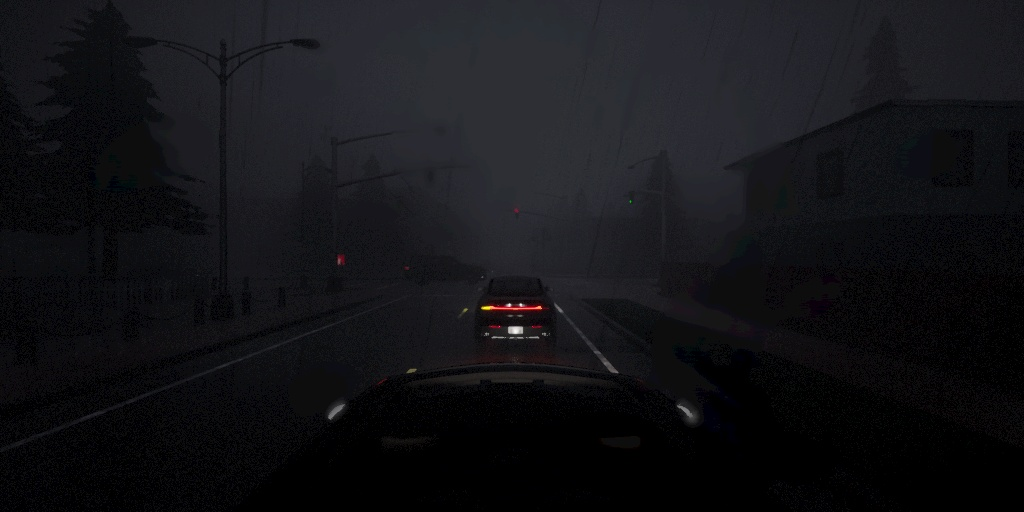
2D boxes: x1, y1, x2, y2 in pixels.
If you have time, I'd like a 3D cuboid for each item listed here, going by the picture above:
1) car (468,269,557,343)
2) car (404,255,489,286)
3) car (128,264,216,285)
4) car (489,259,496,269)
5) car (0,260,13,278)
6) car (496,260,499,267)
[{"bbox_3d":[0.092,1.255,9.684,1.837,1.490,4.892,0,0,0],"label":"car"},{"bbox_3d":[-4.555,0.976,24.631,5.566,2.045,2.150,0,0,-4],"label":"car"},{"bbox_3d":[-22.589,1.258,23.939,4.902,1.511,2.128,0,0,-2],"label":"car"},{"bbox_3d":[-3.505,1.297,44.399,2.033,1.411,5.357,0,0,0],"label":"car"},{"bbox_3d":[-41.746,1.270,27.105,4.892,1.490,1.837,0,0,-2],"label":"car"},{"bbox_3d":[-3.475,1.242,54.581,2.128,1.511,4.902,0,0,0],"label":"car"}]
